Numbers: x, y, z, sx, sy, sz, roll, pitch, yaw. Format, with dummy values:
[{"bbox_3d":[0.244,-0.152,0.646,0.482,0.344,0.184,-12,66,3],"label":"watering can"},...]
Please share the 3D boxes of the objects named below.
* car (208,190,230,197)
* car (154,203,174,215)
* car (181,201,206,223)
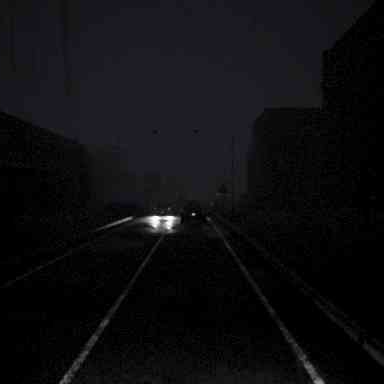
[{"bbox_3d":[8.058,0.824,94.310,5.366,1.575,1.946,0,2,-1],"label":"car"},{"bbox_3d":[-3.062,1.833,36.449,1.895,1.301,4.718,0,-1,0],"label":"car"},{"bbox_3d":[0.110,1.680,26.733,1.994,1.385,4.181,0,-1,0],"label":"car"}]
